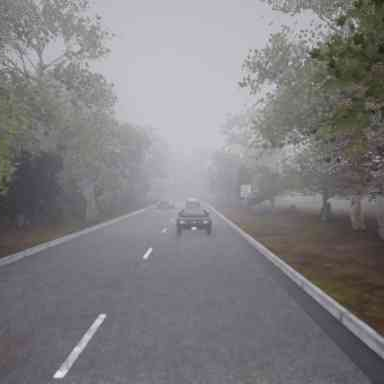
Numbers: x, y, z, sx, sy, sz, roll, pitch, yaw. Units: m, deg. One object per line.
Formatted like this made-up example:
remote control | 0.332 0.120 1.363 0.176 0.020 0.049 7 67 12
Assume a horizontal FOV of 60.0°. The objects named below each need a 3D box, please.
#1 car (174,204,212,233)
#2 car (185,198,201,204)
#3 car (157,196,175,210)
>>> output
car | 0.107 1.612 19.652 1.895 1.301 4.718 0 0 0
car | 0.117 1.484 42.946 1.882 1.535 5.008 0 0 0
car | -3.316 1.358 42.722 2.097 1.767 4.553 0 0 0
